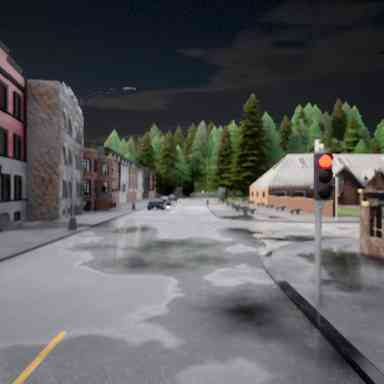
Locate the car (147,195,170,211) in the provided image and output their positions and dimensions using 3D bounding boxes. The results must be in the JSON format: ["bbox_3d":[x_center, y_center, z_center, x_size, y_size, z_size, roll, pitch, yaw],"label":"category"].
[{"bbox_3d":[-4.111,1.410,39.588,2.033,1.411,5.357,0,0,0],"label":"car"}]

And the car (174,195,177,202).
[{"bbox_3d":[-4.011,1.293,67.253,1.812,1.442,4.674,0,0,0],"label":"car"}]

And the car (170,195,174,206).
[{"bbox_3d":[-4.115,1.353,49.903,1.812,1.442,4.674,0,0,0],"label":"car"}]
